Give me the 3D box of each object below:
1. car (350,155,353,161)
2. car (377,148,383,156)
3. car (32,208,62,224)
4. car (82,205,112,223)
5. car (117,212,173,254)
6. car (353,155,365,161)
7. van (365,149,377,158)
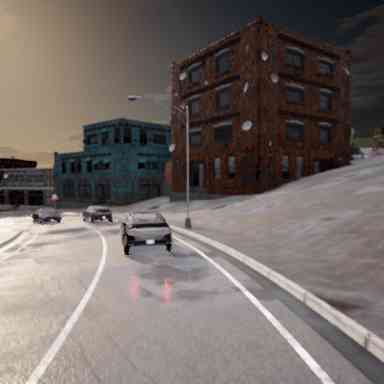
[{"bbox_3d":[32.001,-6.318,65.320,2.435,2.045,5.566,0,1,8],"label":"car"},{"bbox_3d":[29.798,-5.642,48.951,2.231,1.521,4.892,0,2,8],"label":"car"},{"bbox_3d":[-13.872,2.227,31.637,2.033,1.411,5.357,-2,-1,-34],"label":"car"},{"bbox_3d":[-8.608,1.952,29.991,1.837,1.490,4.892,-1,-1,-30],"label":"car"},{"bbox_3d":[-2.065,1.580,14.141,2.128,1.511,4.902,-1,-1,-14],"label":"car"},{"bbox_3d":[31.271,-5.892,59.890,2.002,1.452,4.674,0,1,8],"label":"car"},{"bbox_3d":[30.517,-6.013,54.292,1.878,1.987,4.442,0,1,8],"label":"van"}]
